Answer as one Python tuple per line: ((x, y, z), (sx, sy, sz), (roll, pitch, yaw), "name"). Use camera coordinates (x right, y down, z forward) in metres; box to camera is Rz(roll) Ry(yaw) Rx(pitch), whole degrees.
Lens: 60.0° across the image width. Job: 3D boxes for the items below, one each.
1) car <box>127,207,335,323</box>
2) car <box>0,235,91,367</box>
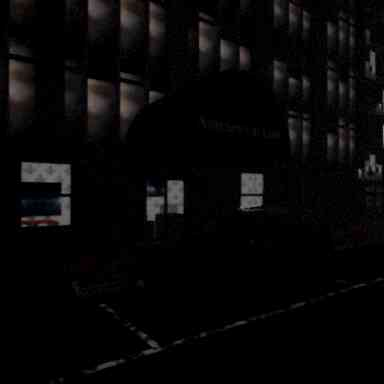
((1.137, 1.311, 7.399), (5.009, 1.841, 2.192), (0, 0, -35), "car")
((-3.531, 1.441, 4.153), (4.097, 1.590, 1.967), (0, 0, -35), "car")
